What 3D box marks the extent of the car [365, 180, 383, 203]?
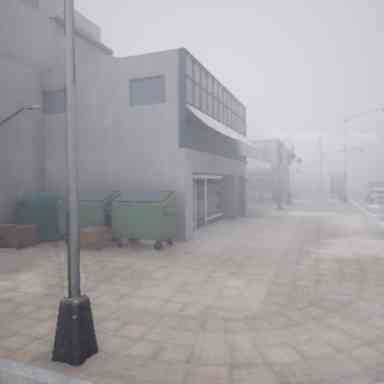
[{"bbox_3d":[17.742,-0.091,31.399,2.150,2.045,5.566,0,2,22],"label":"car"}]
